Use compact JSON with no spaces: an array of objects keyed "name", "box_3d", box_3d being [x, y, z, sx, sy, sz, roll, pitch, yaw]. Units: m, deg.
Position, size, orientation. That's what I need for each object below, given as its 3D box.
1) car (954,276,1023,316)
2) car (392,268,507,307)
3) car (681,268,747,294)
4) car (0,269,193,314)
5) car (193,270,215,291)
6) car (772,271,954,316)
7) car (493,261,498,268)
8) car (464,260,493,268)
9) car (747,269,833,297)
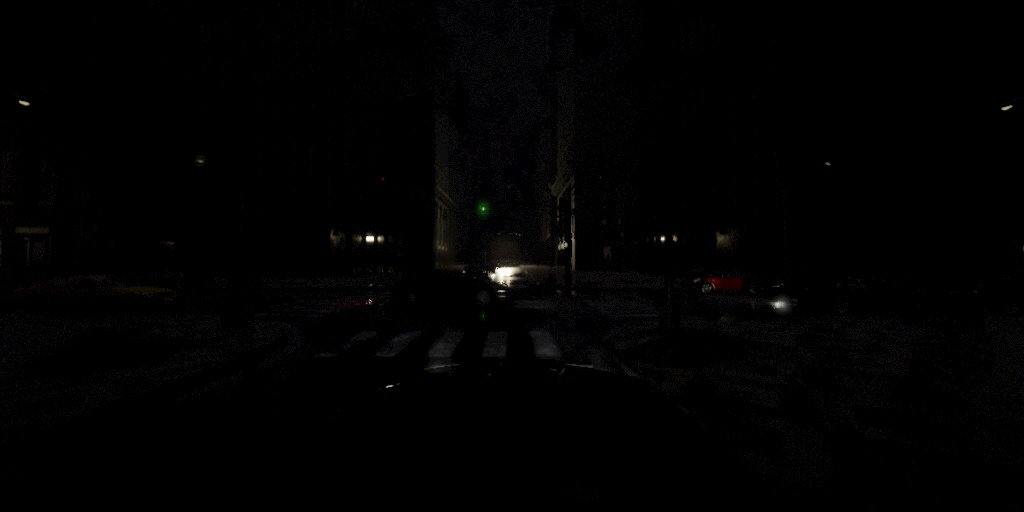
[{"name":"car","box_3d":[17.986,1.396,12.860,4.313,1.339,1.948,0,0,0]},{"name":"car","box_3d":[-2.655,1.384,15.530,4.892,1.490,1.837,0,0,0]},{"name":"car","box_3d":[12.307,1.434,21.357,4.097,1.591,1.967,0,0,0]},{"name":"car","box_3d":[-14.603,1.254,12.711,4.829,1.417,1.751,0,0,0]},{"name":"car","box_3d":[-20.184,1.451,21.208,4.403,1.370,2.007,0,0,0]},{"name":"car","box_3d":[12.316,1.360,12.834,4.403,1.370,2.007,0,0,0]},{"name":"car","box_3d":[-3.152,1.528,46.701,1.882,1.535,5.008,0,-1,0]},{"name":"car","box_3d":[-3.136,1.307,32.118,2.097,1.767,4.553,0,-1,0]},{"name":"car","box_3d":[15.541,1.426,18.725,5.008,1.535,1.882,0,-1,0]}]
